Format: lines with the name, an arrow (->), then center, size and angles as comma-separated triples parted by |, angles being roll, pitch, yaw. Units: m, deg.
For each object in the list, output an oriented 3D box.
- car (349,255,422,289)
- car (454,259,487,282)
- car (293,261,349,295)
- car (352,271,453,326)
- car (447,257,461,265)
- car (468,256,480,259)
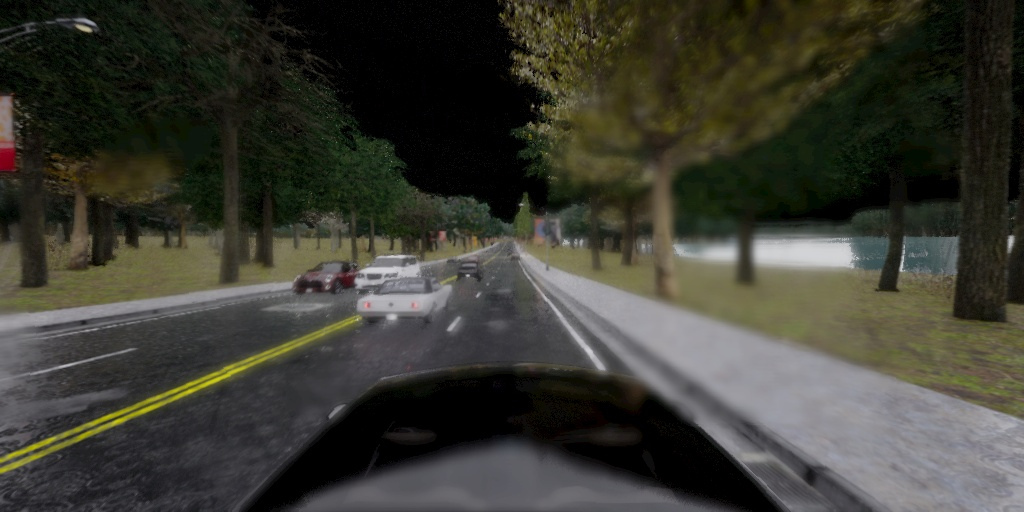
car -> -6.597, 0.959, 19.954 | 2.150, 2.045, 5.566 | 0, 0, 0
car -> -3.148, 1.212, 28.584 | 1.837, 1.490, 4.892 | 0, 0, 0
car -> -9.846, 1.090, 19.729 | 2.097, 1.767, 4.553 | 0, 0, 0
car -> -3.150, 1.355, 11.713 | 1.895, 1.301, 4.718 | 0, 0, 0
car -> -9.763, 0.807, 61.379 | 2.033, 1.411, 5.357 | 0, 1, 1
car -> -6.518, 0.720, 62.217 | 1.882, 1.535, 5.008 | 0, 1, 1
